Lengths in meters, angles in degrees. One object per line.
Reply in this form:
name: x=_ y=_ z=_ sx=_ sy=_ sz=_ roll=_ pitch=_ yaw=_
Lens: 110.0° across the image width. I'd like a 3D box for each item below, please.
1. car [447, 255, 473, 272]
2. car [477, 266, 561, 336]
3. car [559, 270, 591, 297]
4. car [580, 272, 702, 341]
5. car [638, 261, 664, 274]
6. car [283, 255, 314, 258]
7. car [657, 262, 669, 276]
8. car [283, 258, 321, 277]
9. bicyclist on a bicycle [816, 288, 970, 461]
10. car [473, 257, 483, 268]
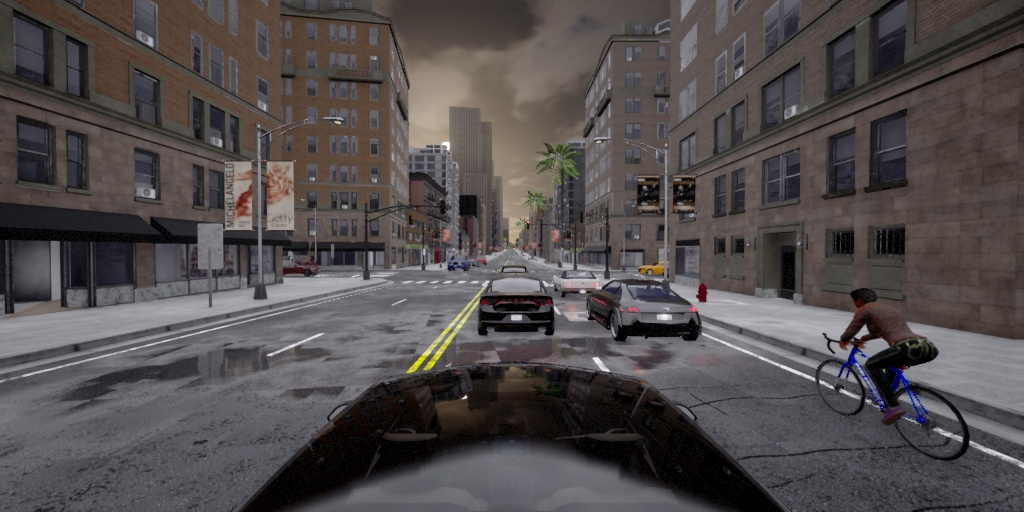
car: x=-6.571 y=0.910 z=44.473 sx=2.150 sy=2.045 sz=5.566 roll=0 pitch=-2 yaw=0
car: x=0.105 y=1.225 z=10.483 sx=1.882 sy=1.535 sz=5.008 roll=0 pitch=0 yaw=0
car: x=3.262 y=1.346 z=18.692 sx=1.895 sy=1.301 sz=4.718 roll=0 pitch=0 yaw=0
car: x=3.344 y=1.311 z=9.878 sx=1.994 sy=1.385 sz=4.181 roll=0 pitch=0 yaw=0
car: x=16.350 y=1.334 z=39.220 sx=5.008 sy=1.535 sz=1.882 roll=0 pitch=1 yaw=0
car: x=-23.869 y=0.830 z=38.798 sx=5.009 sy=1.841 sz=2.192 roll=0 pitch=0 yaw=-9
car: x=16.230 y=1.508 z=33.276 sx=4.313 sy=1.339 sz=1.948 roll=0 pitch=0 yaw=0
car: x=-20.431 y=1.143 z=33.472 sx=4.674 sy=1.442 sz=1.812 roll=0 pitch=1 yaw=-9
bicyclist on a bicycle: x=4.147 y=1.202 z=4.072 sx=0.582 sy=1.620 sz=1.656 roll=0 pitch=0 yaw=0
car: x=-6.540 y=1.298 z=60.519 sx=1.994 sy=1.385 sz=4.181 roll=0 pitch=0 yaw=0
